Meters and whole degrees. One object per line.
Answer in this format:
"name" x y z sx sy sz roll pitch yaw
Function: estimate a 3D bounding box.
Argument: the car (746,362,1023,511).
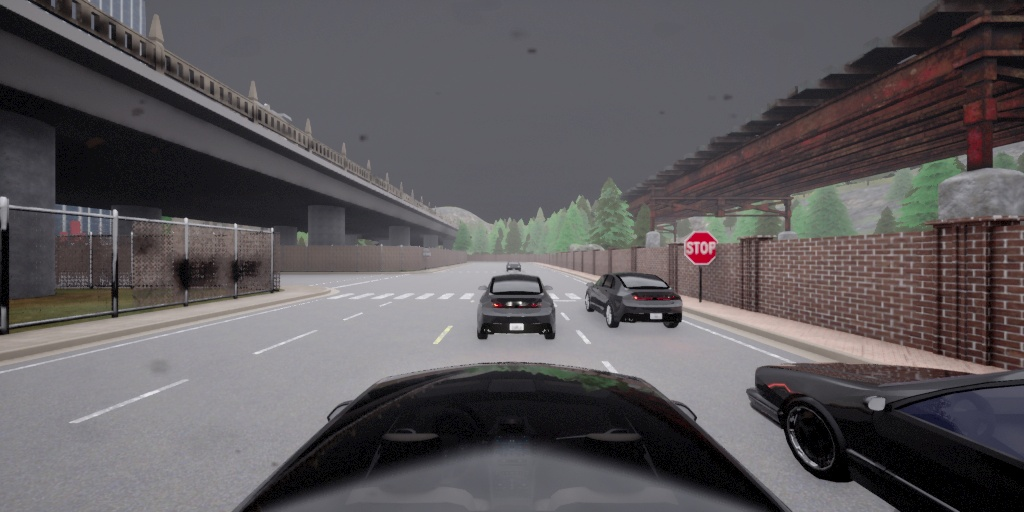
"car" 3.600 1.297 1.620 2.033 1.411 5.357 0 0 0

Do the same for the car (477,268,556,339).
"car" 0.102 1.255 10.009 1.837 1.490 4.892 0 0 0

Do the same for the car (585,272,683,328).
"car" 3.604 1.255 11.366 1.837 1.490 4.892 0 0 0

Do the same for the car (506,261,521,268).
"car" 0.203 1.351 46.293 1.895 1.301 4.718 0 0 -1
